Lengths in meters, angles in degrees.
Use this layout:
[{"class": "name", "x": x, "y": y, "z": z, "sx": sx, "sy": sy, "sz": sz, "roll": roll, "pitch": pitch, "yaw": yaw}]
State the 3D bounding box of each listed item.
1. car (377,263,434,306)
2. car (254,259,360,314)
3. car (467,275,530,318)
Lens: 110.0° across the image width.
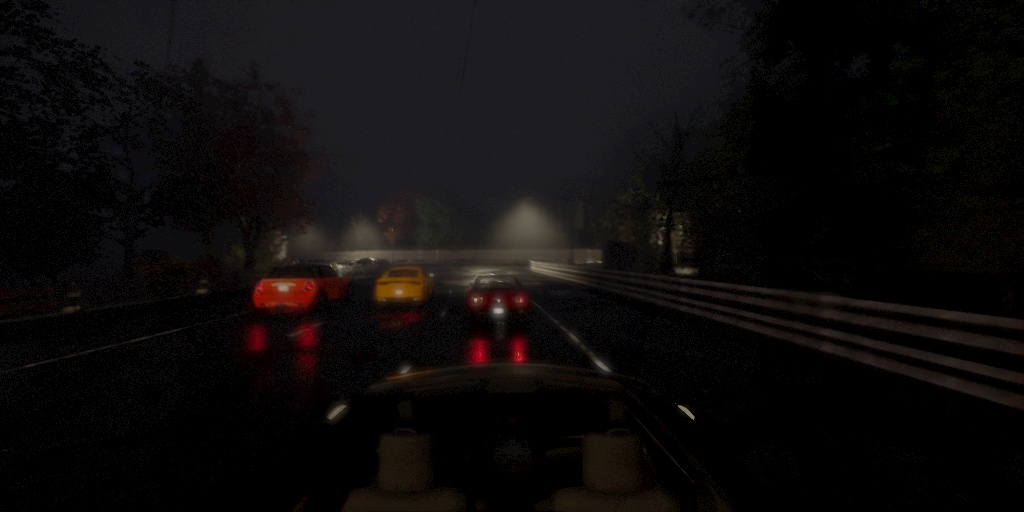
[{"class": "car", "x": -4.605, "y": 1.221, "z": 15.969, "sx": 1.882, "sy": 1.535, "sz": 5.008, "roll": 0, "pitch": 0, "yaw": -8}, {"class": "car", "x": -7.880, "y": 1.112, "z": 14.112, "sx": 2.097, "sy": 1.767, "sz": 4.553, "roll": 0, "pitch": 0, "yaw": -7}, {"class": "car", "x": -0.573, "y": 1.334, "z": 12.846, "sx": 1.895, "sy": 1.301, "sz": 4.718, "roll": 0, "pitch": 0, "yaw": -5}]
